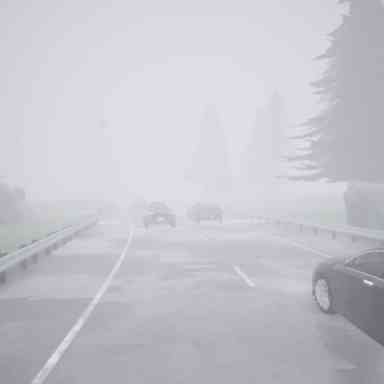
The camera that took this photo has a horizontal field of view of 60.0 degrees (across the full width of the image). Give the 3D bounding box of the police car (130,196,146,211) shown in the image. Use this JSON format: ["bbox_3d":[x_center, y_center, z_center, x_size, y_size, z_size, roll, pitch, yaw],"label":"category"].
[{"bbox_3d":[-6.522,1.368,40.619,1.930,1.638,5.238,0,0,-14],"label":"police car"}]

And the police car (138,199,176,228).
[{"bbox_3d":[-2.338,1.468,22.362,2.038,1.542,4.974,0,0,-11],"label":"police car"}]

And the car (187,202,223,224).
[{"bbox_3d":[0.853,1.441,24.245,2.128,1.511,4.902,0,0,-11],"label":"car"}]

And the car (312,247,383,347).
[{"bbox_3d":[3.347,1.484,4.661,1.837,1.490,4.892,0,0,-2],"label":"car"}]
